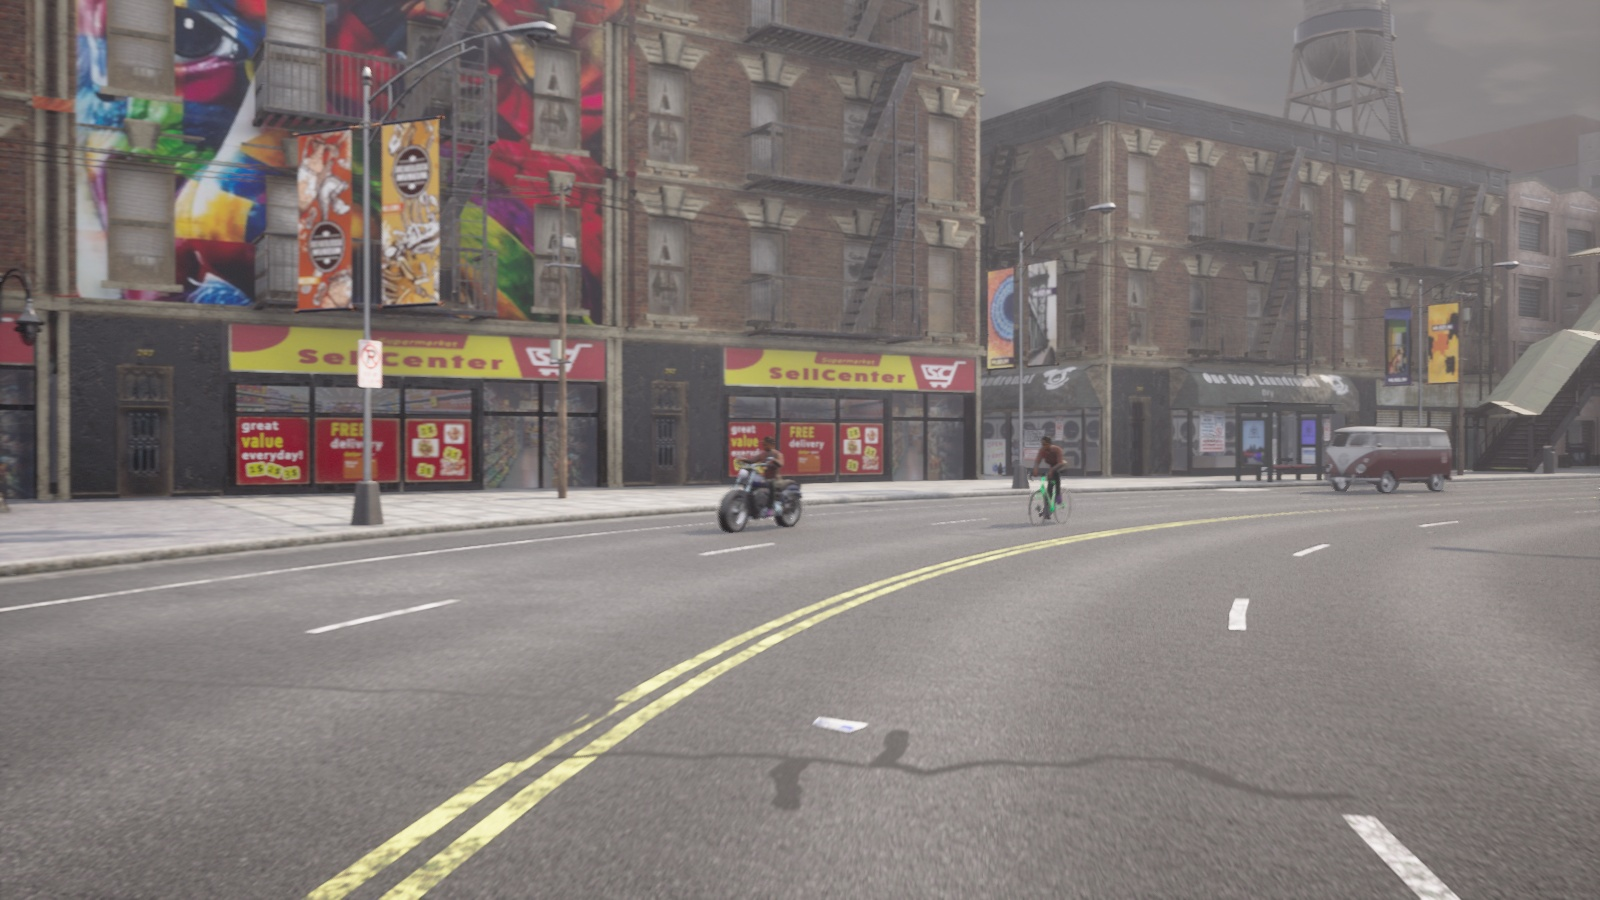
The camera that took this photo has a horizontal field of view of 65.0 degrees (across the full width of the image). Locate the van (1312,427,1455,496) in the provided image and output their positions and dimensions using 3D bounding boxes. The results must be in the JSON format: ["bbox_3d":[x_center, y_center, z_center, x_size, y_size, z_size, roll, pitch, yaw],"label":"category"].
[{"bbox_3d":[17.687,0.316,37.998,4.442,1.987,1.775,0,0,-32],"label":"van"}]

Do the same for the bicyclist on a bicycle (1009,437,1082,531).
[{"bbox_3d":[4.433,0.579,22.582,0.582,1.620,1.656,1,1,38],"label":"bicyclist on a bicycle"}]

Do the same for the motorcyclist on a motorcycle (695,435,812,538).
[{"bbox_3d":[-0.755,0.575,21.290,0.766,1.649,2.350,1,1,33],"label":"motorcyclist on a motorcycle"}]
